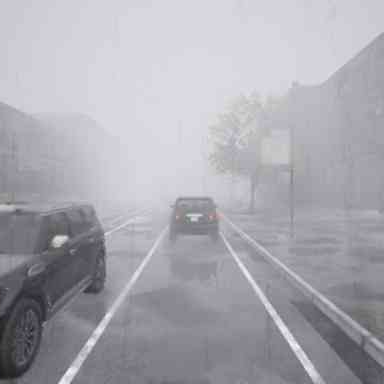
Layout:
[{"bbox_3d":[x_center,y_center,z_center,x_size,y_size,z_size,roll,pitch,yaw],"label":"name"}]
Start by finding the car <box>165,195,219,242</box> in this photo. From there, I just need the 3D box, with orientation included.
[{"bbox_3d":[0.098,1.183,16.235,2.150,2.045,5.566,0,0,0],"label":"car"}]

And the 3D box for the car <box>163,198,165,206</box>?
[{"bbox_3d":[-3.086,1.175,48.182,1.837,1.490,4.892,0,1,0],"label":"car"}]

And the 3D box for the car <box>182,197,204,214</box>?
[{"bbox_3d":[0.096,1.317,34.231,2.128,1.511,4.902,0,1,0],"label":"car"}]

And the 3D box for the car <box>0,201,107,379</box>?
[{"bbox_3d":[-3.101,1.215,5.862,2.150,2.045,5.566,0,0,0],"label":"car"}]
